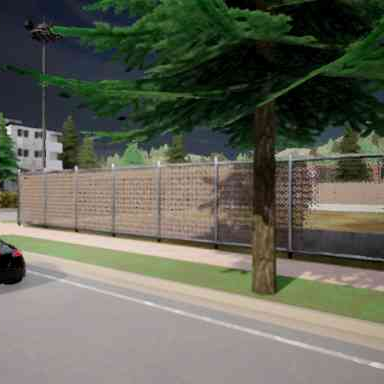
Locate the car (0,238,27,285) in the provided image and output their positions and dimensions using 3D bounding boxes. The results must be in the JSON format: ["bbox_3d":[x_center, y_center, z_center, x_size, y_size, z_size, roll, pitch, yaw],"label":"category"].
[{"bbox_3d":[-5.933,1.523,8.176,4.181,1.385,1.994,0,0,36],"label":"car"}]
